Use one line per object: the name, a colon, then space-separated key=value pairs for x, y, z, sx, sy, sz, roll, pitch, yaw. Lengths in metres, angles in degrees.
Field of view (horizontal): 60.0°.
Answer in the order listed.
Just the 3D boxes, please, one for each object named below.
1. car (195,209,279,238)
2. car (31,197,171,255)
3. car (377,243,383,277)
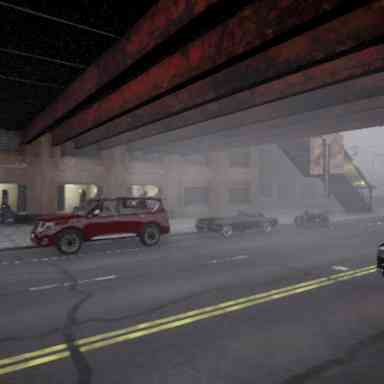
car: x=2.472 y=1.605 z=18.028 sx=4.718 sy=1.301 sz=1.895 roll=0 pitch=0 yaw=-36
car: x=-3.525 y=1.233 z=13.699 sx=5.566 sy=2.045 sz=2.435 roll=0 pitch=0 yaw=-36
car: x=6.565 y=1.500 z=8.373 sx=4.902 sy=1.511 sz=2.128 roll=0 pitch=0 yaw=-35
